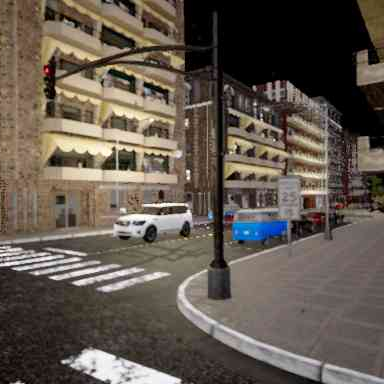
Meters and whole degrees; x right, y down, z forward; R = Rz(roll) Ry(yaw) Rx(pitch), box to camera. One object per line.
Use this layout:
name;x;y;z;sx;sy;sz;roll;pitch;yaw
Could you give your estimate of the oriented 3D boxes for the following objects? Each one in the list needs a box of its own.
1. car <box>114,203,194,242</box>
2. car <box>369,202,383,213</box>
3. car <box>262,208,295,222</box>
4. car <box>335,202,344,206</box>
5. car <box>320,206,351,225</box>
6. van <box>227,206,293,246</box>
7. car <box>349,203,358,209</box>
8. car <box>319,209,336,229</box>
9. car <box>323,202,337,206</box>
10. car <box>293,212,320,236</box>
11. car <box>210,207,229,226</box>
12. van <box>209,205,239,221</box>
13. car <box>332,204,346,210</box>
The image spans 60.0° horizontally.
car;-2.072;1.707;19.808;2.150;2.045;5.566;-1;-2;34
car;32.426;2.726;58.464;2.192;1.841;5.009;-2;-2;35
car;9.465;2.469;36.026;1.895;1.301;4.718;-1;-2;36
car;28.759;2.923;67.785;2.192;1.841;5.009;-2;-2;35
car;13.185;2.324;31.359;2.008;1.369;4.403;-2;-2;35
van;3.712;1.792;17.708;1.690;1.788;3.998;-2;-2;35
car;41.476;3.552;85.718;1.752;1.417;4.829;-2;-2;35
car;9.982;2.248;26.838;1.802;1.307;4.206;-2;-2;35
car;25.560;3.084;63.257;1.802;1.307;4.206;-2;-2;35
car;6.780;2.126;22.319;1.947;1.339;4.313;-2;-2;35
car;3.665;2.239;27.856;1.994;1.385;4.181;-1;-2;35
van;3.138;2.099;31.627;1.690;1.788;3.998;-2;-2;35
car;31.966;3.259;72.297;1.887;1.381;4.507;-2;-2;35
